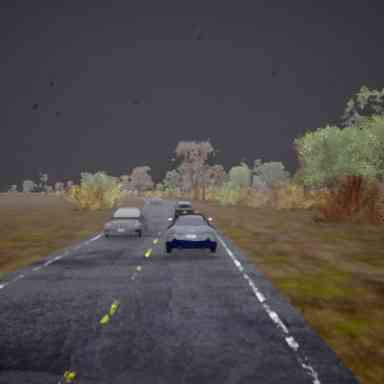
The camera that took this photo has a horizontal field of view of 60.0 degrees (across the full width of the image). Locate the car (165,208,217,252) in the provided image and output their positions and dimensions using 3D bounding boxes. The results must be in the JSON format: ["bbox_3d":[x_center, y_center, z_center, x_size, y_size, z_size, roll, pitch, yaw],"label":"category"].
[{"bbox_3d":[-0.071,1.568,13.975,1.994,1.385,4.181,0,0,-1],"label":"car"}]

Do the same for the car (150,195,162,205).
[{"bbox_3d":[-6.523,1.393,60.750,2.097,1.767,4.553,0,0,-6],"label":"car"}]

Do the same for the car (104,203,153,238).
[{"bbox_3d":[-3.375,1.531,17.872,1.812,1.442,4.674,0,0,-2],"label":"car"}]

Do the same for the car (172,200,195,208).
[{"bbox_3d":[-0.773,1.518,31.195,1.837,1.490,4.892,0,0,-3],"label":"car"}]
